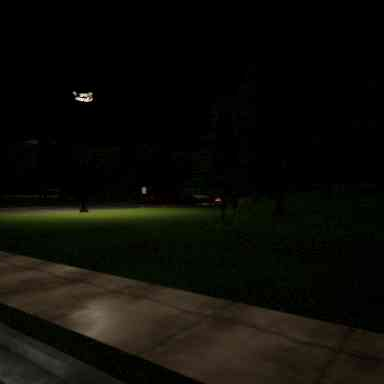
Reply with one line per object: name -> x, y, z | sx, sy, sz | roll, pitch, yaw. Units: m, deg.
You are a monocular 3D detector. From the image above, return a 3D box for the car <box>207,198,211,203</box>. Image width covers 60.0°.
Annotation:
car -> 3.352, 1.471, 64.874 | 1.895, 1.301, 4.718 | 0, 0, 36

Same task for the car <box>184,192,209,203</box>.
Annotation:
car -> 0.994, 1.079, 67.579 | 2.150, 2.045, 5.566 | 0, 0, 36

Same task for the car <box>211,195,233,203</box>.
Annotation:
car -> 6.162, 1.361, 62.786 | 1.882, 1.535, 5.008 | 0, 0, 36

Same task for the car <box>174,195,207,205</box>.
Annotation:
car -> -0.213, 1.361, 53.987 | 1.882, 1.535, 5.008 | 0, 0, 37

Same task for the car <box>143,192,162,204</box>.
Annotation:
car -> -5.993, 1.081, 57.945 | 2.150, 2.045, 5.566 | 0, 0, 37

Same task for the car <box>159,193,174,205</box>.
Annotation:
car -> -2.791, 1.376, 56.384 | 1.837, 1.490, 4.892 | 0, 0, 37
